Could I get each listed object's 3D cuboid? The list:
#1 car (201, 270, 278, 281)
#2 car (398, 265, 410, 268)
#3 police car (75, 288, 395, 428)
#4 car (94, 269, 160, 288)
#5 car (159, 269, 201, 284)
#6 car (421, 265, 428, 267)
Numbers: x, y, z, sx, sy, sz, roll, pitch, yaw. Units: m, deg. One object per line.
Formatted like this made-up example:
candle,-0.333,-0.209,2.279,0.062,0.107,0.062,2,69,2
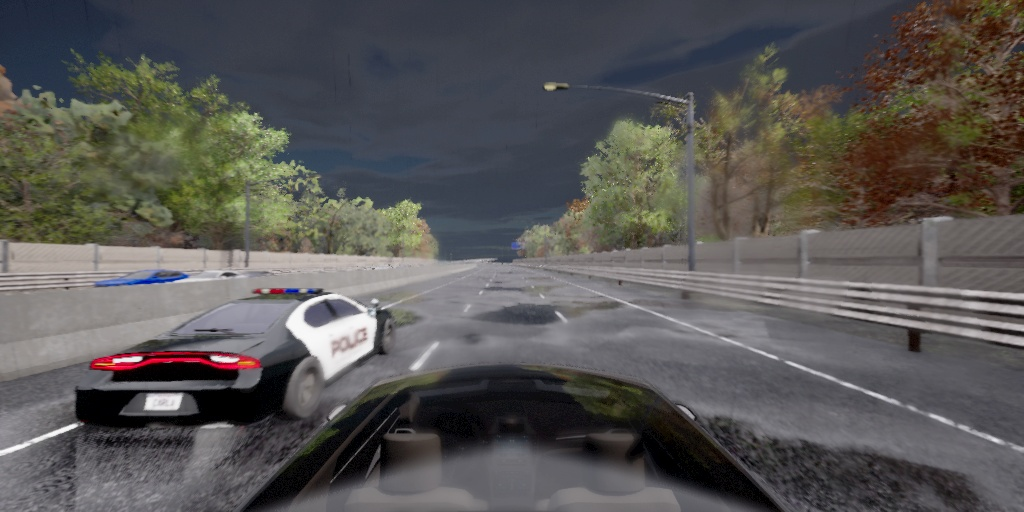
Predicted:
car,-14.213,1.571,19.736,1.994,1.385,4.181,0,-1,0
car,-18.601,2.228,61.841,1.812,1.442,4.674,0,-1,-2
police car,-3.528,1.315,6.045,2.038,1.542,4.974,0,-1,0
car,-21.232,1.533,21.055,1.882,1.535,5.008,0,-1,-1
car,-17.735,1.572,21.403,1.812,1.442,4.674,0,-1,-1
car,-15.097,2.248,61.634,1.994,1.385,4.181,0,-1,-1
